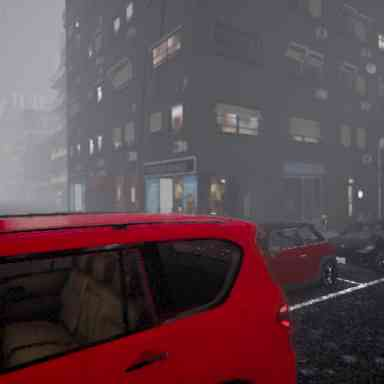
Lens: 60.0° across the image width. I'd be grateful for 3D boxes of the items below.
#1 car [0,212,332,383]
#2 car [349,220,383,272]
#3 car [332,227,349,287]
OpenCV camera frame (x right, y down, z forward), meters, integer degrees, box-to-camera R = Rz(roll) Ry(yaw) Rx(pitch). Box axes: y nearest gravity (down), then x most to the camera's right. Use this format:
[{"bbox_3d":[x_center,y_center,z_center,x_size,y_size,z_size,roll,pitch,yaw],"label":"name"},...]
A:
[{"bbox_3d":[-1.687,1.221,2.175,5.566,2.045,2.150,0,0,-35],"label":"car"},{"bbox_3d":[6.023,1.596,10.856,4.313,1.339,1.947,0,-1,-35],"label":"car"},{"bbox_3d":[1.459,1.455,7.609,4.097,1.590,1.967,0,-1,-35],"label":"car"}]
